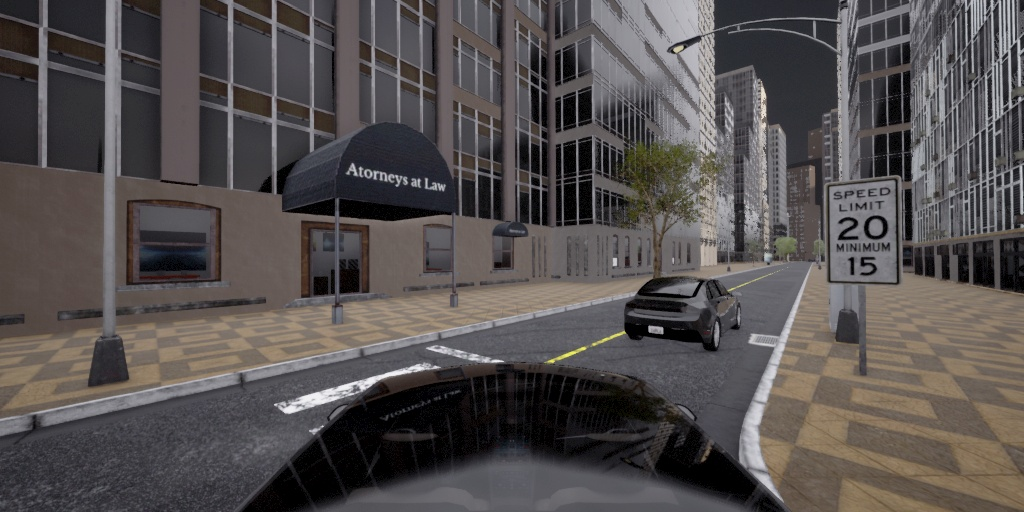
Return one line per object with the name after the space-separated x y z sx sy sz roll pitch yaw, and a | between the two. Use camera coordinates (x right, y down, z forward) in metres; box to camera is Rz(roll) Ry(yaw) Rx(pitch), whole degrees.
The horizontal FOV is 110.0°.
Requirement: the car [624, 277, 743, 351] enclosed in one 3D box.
4.488 1.257 9.145 1.837 1.490 4.892 -1 0 40 | car
